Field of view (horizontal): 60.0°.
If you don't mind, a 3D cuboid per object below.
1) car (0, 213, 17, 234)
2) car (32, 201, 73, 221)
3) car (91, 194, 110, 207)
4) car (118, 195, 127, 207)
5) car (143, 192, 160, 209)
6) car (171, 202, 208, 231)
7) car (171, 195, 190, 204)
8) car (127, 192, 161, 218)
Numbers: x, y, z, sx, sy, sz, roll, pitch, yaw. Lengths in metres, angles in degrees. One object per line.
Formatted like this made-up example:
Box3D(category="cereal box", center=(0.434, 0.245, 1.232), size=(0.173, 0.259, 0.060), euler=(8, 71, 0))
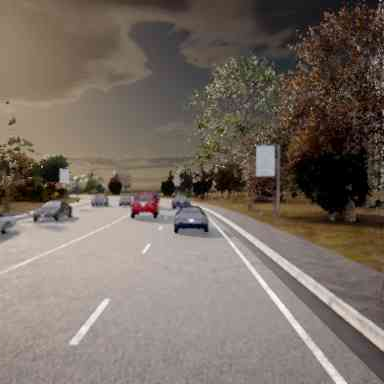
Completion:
Box3D(category="car", center=(-10.583, 1.561, 16.117), size=(1.895, 1.301, 4.718), euler=(0, 0, -1))
Box3D(category="car", center=(-10.889, 1.429, 26.397), size=(1.812, 1.442, 4.674), euler=(0, 0, -2))
Box3D(category="car", center=(-12.752, 1.103, 46.488), size=(2.097, 1.767, 4.553), euler=(0, 1, -8))
Box3D(category="car", center=(-9.264, 1.268, 46.795), size=(1.837, 1.490, 4.892), euler=(0, 0, -8))
Box3D(category="car", center=(-5.333, 1.004, 43.808), size=(2.150, 2.045, 5.566), euler=(0, 1, -7))
Box3D(category="car", center=(-0.093, 1.507, 19.992), size=(1.994, 1.385, 4.181), euler=(0, 0, -2))
Box3D(category="car", center=(-1.409, 1.158, 40.571), size=(2.097, 1.767, 4.553), euler=(0, 0, -6))
Box3D(category="car", center=(-4.009, 1.106, 29.004), size=(2.150, 2.045, 5.566), euler=(0, 0, -3))
